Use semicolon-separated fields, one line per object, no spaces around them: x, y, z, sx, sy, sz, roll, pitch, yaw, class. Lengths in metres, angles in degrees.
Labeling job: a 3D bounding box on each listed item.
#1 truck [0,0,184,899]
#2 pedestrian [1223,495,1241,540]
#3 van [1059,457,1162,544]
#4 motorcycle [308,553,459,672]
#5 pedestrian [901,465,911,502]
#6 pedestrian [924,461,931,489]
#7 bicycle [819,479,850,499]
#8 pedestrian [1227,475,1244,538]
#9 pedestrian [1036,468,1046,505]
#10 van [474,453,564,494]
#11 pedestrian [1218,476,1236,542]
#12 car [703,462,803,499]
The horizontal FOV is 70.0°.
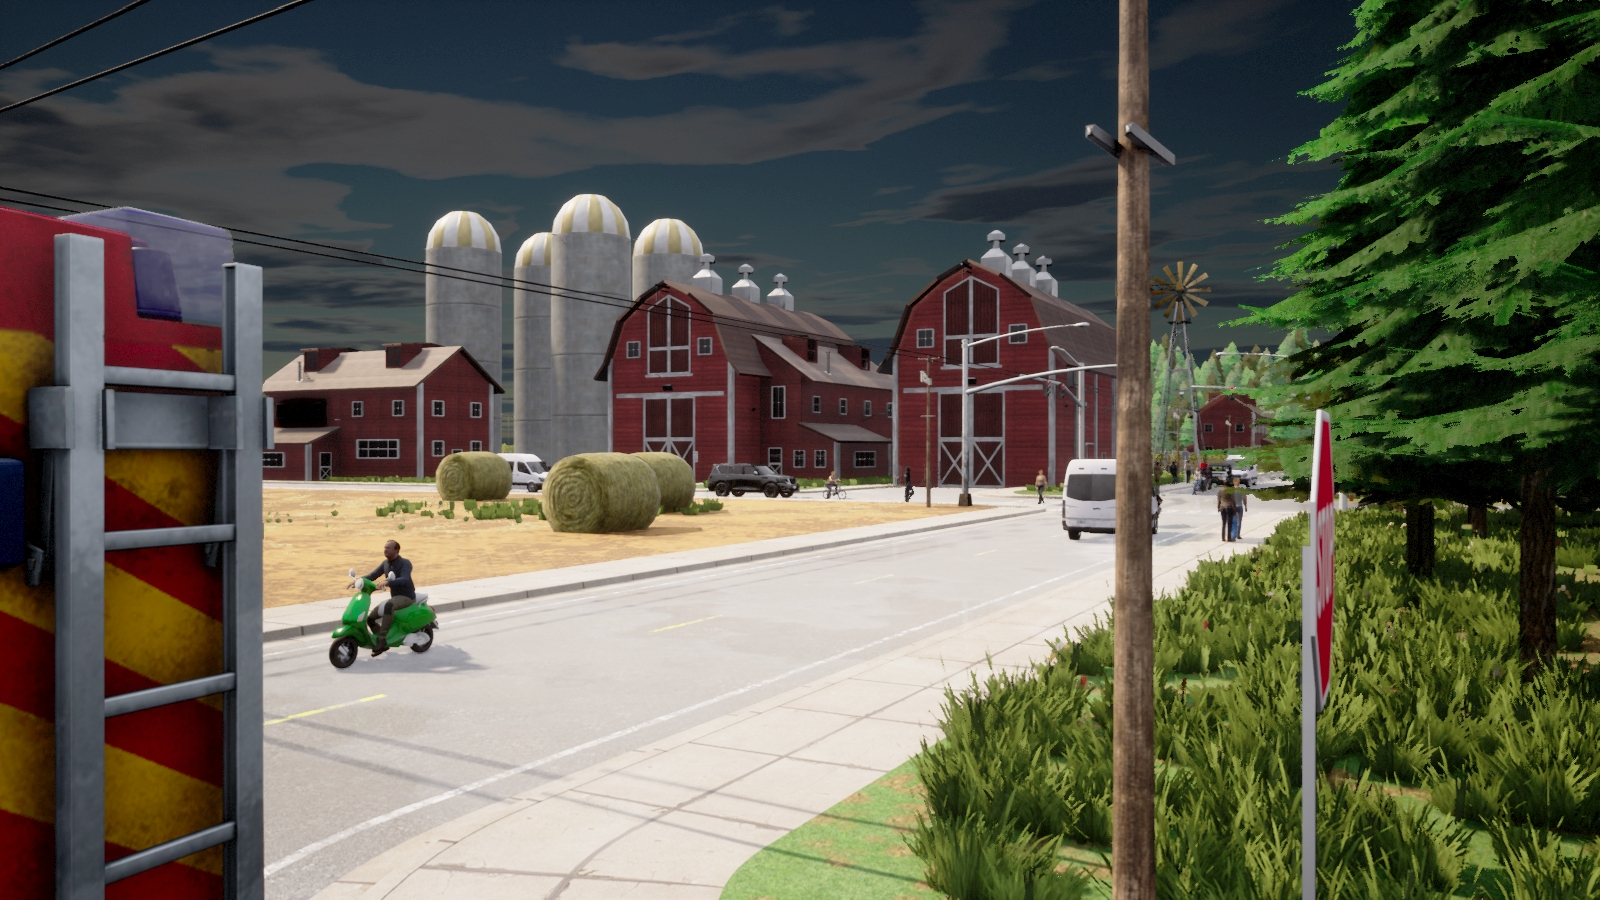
-6.155;0.865;3.523;8.468;3.827;2.891;0;0;24;truck
12.742;1.978;33.675;0.375;1.300;0.375;0;0;43;pedestrian
10.233;1.537;37.282;1.988;2.561;5.915;0;0;28;van
-5.584;2.144;15.441;0.856;1.316;1.805;0;0;28;motorcycle
5.322;1.677;57.224;0.375;1.860;0.375;0;0;26;pedestrian
8.732;1.709;78.451;0.375;1.860;0.375;0;0;28;pedestrian
1.949;2.227;64.705;1.487;1.080;0.859;0;0;27;bicycle
13.054;1.696;34.236;0.375;1.860;0.375;0;0;40;pedestrian
12.210;1.828;57.857;0.375;1.860;0.375;0;0;29;pedestrian
-18.566;1.504;75.317;5.915;2.561;1.988;0;1;27;van
12.350;1.697;33.053;0.375;1.860;0.375;0;0;45;pedestrian
-2.775;1.760;67.150;5.566;2.045;2.150;0;0;27;car
